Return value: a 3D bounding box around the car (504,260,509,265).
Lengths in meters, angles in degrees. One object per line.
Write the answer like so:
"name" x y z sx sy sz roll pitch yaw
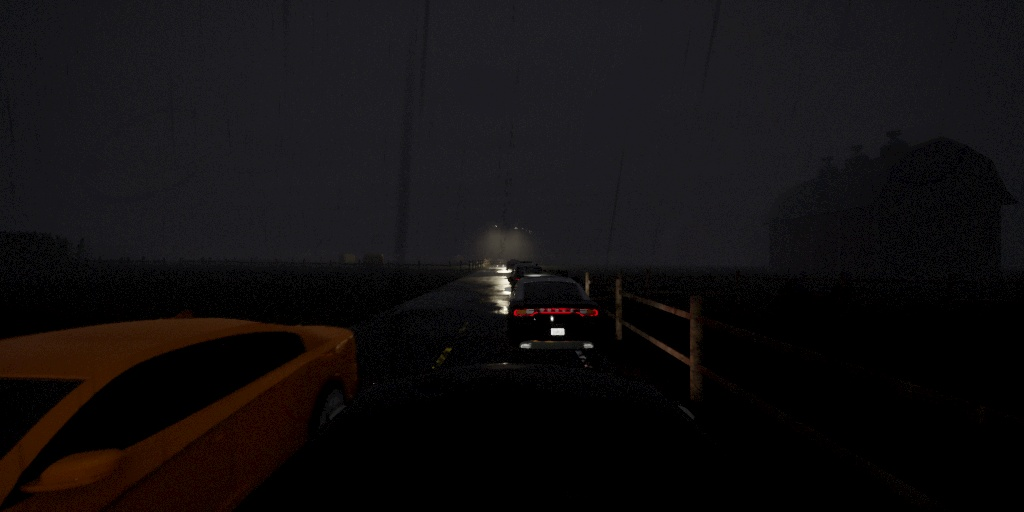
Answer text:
"car" 0.188 1.220 49.495 1.882 1.535 5.008 0 0 1

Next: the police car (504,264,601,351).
"police car" 0.841 1.174 9.123 1.930 1.638 5.238 0 0 0

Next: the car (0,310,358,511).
"car" -2.752 1.227 2.192 1.882 1.535 5.008 0 0 0

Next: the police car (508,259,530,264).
"police car" 0.886 1.173 25.123 1.930 1.638 5.238 0 0 0

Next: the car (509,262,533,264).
"car" 0.868 1.253 19.013 1.837 1.490 4.892 0 0 0
